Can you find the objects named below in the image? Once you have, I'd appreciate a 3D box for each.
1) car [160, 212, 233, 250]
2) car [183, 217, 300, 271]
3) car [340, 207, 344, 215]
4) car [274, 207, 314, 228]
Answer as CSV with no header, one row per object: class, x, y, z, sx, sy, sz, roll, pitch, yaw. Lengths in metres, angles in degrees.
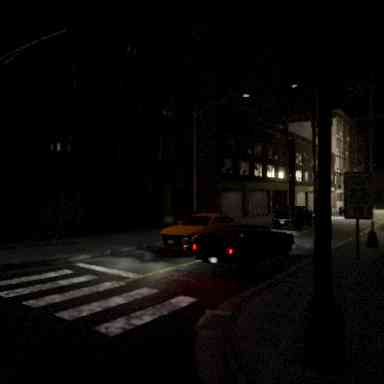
car,0.617,1.710,15.060,1.882,1.535,5.008,0,-1,36
car,1.988,1.797,11.856,1.895,1.301,4.718,0,-1,37
car,20.063,2.260,41.993,1.895,1.301,4.718,0,-1,36
car,7.630,1.876,24.819,2.128,1.511,4.902,0,-1,36
